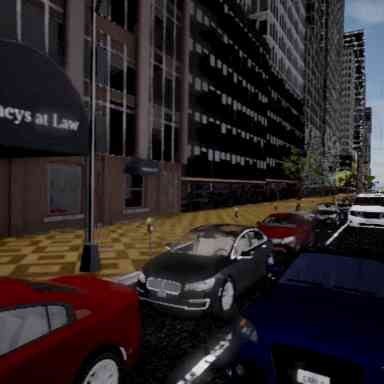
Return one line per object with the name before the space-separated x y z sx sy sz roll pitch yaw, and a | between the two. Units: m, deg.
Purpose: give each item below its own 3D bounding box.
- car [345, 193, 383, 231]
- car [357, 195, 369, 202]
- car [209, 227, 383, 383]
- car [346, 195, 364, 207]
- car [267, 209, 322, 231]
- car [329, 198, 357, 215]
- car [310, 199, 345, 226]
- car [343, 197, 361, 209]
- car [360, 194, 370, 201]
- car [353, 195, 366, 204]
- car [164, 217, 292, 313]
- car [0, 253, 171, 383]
car | 10.329 1.138 19.037 2.150 2.045 5.566 2 1 29
car | 34.236 1.253 66.666 1.947 1.339 4.313 1 1 30
car | 2.106 1.524 4.746 1.994 1.385 4.181 2 1 30
car | 23.021 1.193 46.889 1.967 1.590 4.097 1 1 30
car | 3.391 1.446 12.285 1.802 1.307 4.206 1 1 30
car | 14.607 1.351 32.059 2.008 1.369 4.403 1 1 30
car | 8.999 1.383 22.172 2.008 1.369 4.403 1 1 30
car | 20.215 1.350 41.947 1.802 1.307 4.206 1 1 30
car | 39.845 1.204 76.553 2.008 1.369 4.403 1 1 30
car | 28.545 1.246 56.630 1.752 1.417 4.829 1 1 30
car | 0.586 1.430 7.341 2.008 1.369 4.403 1 1 30
car | -2.217 1.440 2.397 1.887 1.381 4.507 1 1 30
